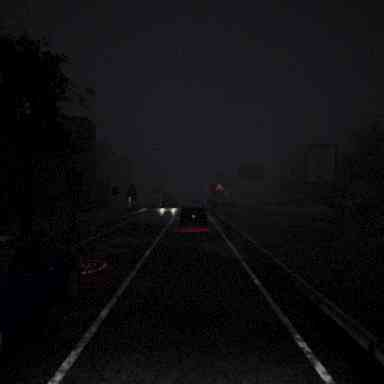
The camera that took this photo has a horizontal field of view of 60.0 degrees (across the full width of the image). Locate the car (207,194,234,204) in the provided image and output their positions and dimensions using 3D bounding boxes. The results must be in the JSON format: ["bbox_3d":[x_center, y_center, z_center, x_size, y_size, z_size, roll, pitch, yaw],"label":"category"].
[{"bbox_3d":[6.206,1.569,73.091,5.566,2.045,2.435,0,-1,-1],"label":"car"}]

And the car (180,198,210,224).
[{"bbox_3d":[0.104,1.468,24.522,1.882,1.535,5.008,0,0,0],"label":"car"}]

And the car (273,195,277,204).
[{"bbox_3d":[18.717,1.600,63.186,5.366,1.575,1.946,0,-1,0],"label":"car"}]

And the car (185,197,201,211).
[{"bbox_3d":[0.103,1.475,41.202,1.837,1.490,4.892,0,1,0],"label":"car"}]

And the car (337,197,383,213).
[{"bbox_3d":[18.760,1.303,36.428,4.553,1.767,2.185,0,0,0],"label":"car"}]

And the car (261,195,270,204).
[{"bbox_3d":[18.437,1.530,71.567,5.566,2.045,2.435,0,-2,-1],"label":"car"}]

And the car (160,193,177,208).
[{"bbox_3d":[-3.340,1.195,47.645,2.150,2.045,5.566,0,0,0],"label":"car"}]

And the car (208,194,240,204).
[{"bbox_3d":[6.097,1.560,60.940,5.366,1.575,1.946,0,-1,0],"label":"car"}]

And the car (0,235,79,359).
[{"bbox_3d":[-3.348,1.524,5.584,1.812,1.442,4.674,0,0,0],"label":"car"}]

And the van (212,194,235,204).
[{"bbox_3d":[6.350,1.448,66.901,4.442,1.987,1.878,0,-1,0],"label":"van"}]

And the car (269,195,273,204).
[{"bbox_3d":[18.697,1.650,65.847,5.366,1.575,1.946,0,-1,0],"label":"car"}]

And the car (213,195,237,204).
[{"bbox_3d":[6.290,1.485,63.861,4.553,1.767,2.185,0,-1,0],"label":"car"}]

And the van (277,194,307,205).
[{"bbox_3d":[18.438,1.331,60.394,4.442,1.987,1.878,0,-1,0],"label":"van"}]

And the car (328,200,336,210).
[{"bbox_3d":[18.690,1.468,39.598,4.674,1.452,2.002,0,0,0],"label":"car"}]
